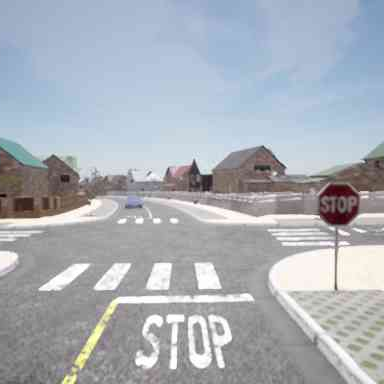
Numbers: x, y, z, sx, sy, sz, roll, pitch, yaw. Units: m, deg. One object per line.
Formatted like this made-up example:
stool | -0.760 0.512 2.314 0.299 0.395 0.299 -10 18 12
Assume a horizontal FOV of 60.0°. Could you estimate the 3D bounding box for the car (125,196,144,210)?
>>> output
car | -6.450 1.150 36.948 1.812 1.442 4.674 0 1 -11
